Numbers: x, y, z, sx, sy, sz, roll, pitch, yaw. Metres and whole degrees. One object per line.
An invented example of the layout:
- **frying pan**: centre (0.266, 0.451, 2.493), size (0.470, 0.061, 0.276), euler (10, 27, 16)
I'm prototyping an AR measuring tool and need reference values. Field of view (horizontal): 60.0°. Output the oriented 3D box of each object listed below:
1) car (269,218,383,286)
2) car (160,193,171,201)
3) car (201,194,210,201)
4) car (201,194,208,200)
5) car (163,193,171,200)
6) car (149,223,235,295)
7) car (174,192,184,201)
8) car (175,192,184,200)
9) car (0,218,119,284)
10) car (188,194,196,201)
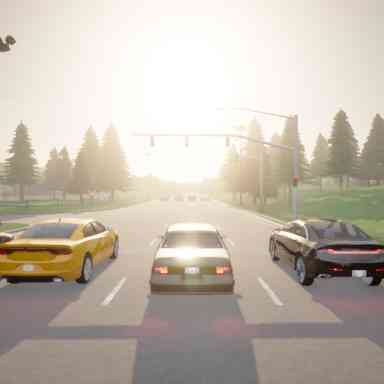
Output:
- **car**: centre (3.512, 1.492, 9.393), size (2.128, 1.511, 4.902), euler (0, 0, 0)
- **car**: centre (-6.997, 1.492, 83.559), size (1.837, 1.490, 4.892), euler (0, 0, 0)
- **car**: centre (3.503, 1.516, 83.975), size (1.812, 1.442, 4.674), euler (0, 0, 0)
- **car**: centre (3.504, 1.356, 93.978), size (1.812, 1.442, 4.674), euler (0, 0, 0)
- **car**: centre (-6.996, 1.187, 93.949), size (2.097, 1.767, 4.553), euler (0, 0, 0)
- **car**: centre (0.005, 1.547, 8.873), size (2.033, 1.411, 5.357), euler (0, 0, 0)
- **car**: centre (-3.497, 1.469, 83.559), size (1.882, 1.535, 5.008), euler (0, 0, 0)
- **car**: centre (-3.496, 1.057, 94.009), size (2.150, 2.045, 5.566), euler (0, 0, 0)
- **car**: centre (-3.487, 1.478, 9.627), size (1.882, 1.535, 5.008), euler (0, 0, 1)
- **car**: centre (0.003, 1.346, 83.912), size (2.097, 1.767, 4.553), euler (0, 0, 0)
